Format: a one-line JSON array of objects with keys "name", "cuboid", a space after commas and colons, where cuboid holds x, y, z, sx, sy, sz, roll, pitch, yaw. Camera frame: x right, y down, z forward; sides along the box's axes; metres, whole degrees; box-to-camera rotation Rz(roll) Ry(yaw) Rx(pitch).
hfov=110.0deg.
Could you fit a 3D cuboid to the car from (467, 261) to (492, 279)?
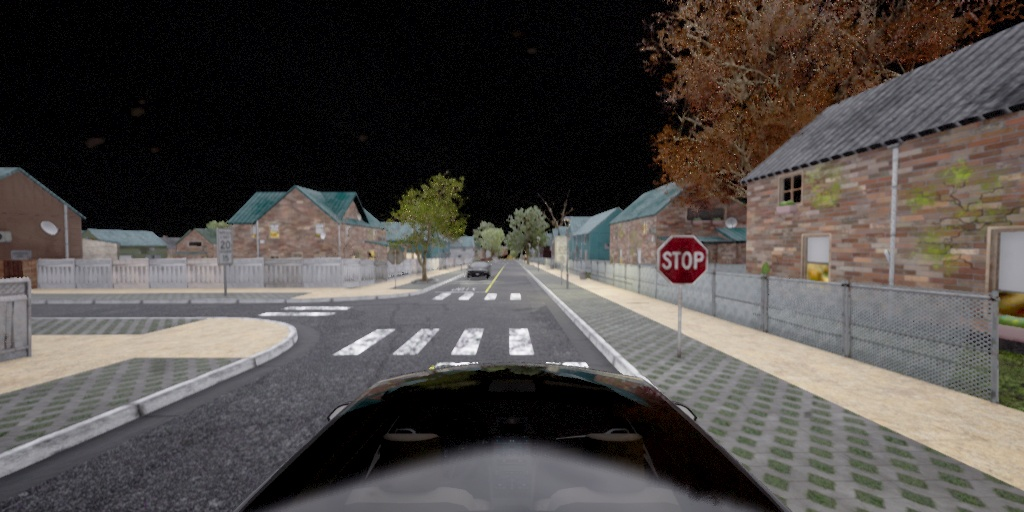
[{"name": "car", "cuboid": [-2.795, 1.165, 31.264, 1.882, 1.535, 5.008, 0, 0, 0]}]
